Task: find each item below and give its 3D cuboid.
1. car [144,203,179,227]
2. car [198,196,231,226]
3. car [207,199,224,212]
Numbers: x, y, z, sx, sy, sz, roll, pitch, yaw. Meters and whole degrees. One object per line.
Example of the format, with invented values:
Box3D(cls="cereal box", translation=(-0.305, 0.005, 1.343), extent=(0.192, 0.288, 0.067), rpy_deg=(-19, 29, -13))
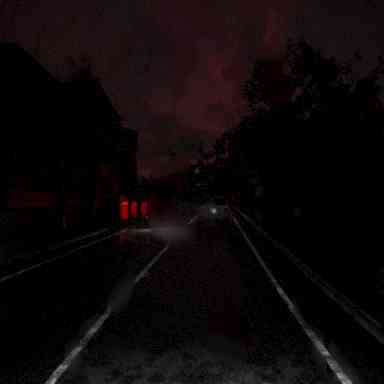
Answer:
Box3D(cls="car", translation=(-2.017, 1.520, 23.775), extent=(2.033, 1.411, 5.357), rpy_deg=(0, 0, 4))
Box3D(cls="car", translation=(1.598, 1.265, 23.784), extent=(2.150, 2.045, 5.566), rpy_deg=(0, 0, 4))
Box3D(cls="car", translation=(3.007, 1.635, 42.510), extent=(2.033, 1.411, 5.357), rpy_deg=(0, 0, 3))
